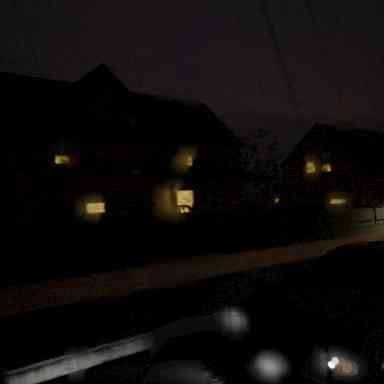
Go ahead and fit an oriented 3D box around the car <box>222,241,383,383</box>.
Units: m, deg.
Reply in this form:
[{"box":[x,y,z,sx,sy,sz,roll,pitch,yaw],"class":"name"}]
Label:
[{"box":[3.021,1.541,5.225,5.357,1.411,2.033,0,0,-36],"class":"car"}]
